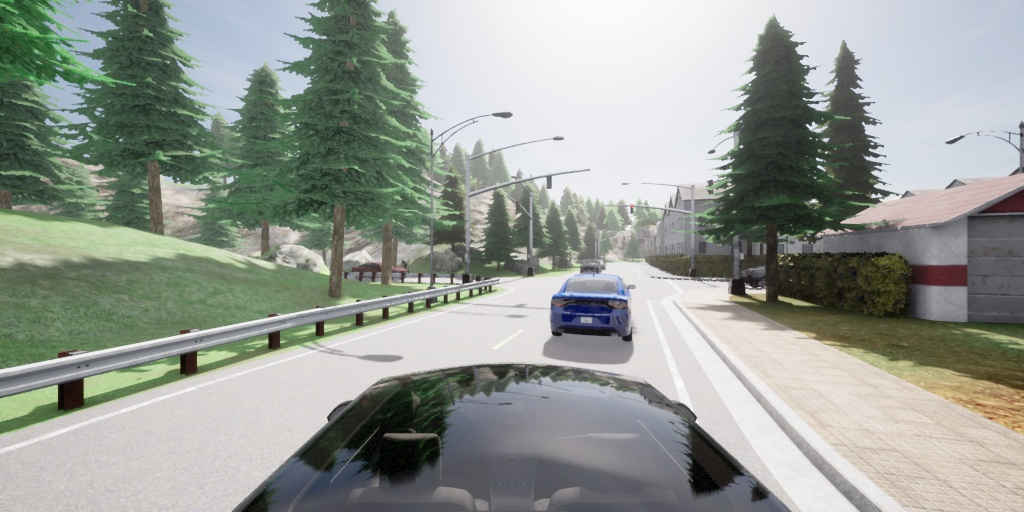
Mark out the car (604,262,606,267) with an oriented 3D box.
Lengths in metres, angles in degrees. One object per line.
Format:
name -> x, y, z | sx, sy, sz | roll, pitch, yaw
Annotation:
car -> 12.772, 1.297, 52.735 | 2.033, 1.411, 5.357 | 0, 0, 19

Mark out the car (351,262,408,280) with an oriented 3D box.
car -> -11.251, 1.243, 30.552 | 5.008, 1.535, 1.882 | 0, 0, 18

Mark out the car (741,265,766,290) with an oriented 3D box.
car -> 16.524, 1.257, 21.463 | 4.902, 1.511, 2.128 | 0, 0, 18

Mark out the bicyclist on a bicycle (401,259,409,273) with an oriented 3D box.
bicyclist on a bicycle -> -11.447, 1.167, 38.035 | 0.582, 1.620, 1.656 | -2, 5, 18

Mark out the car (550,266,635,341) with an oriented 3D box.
car -> 2.372, 1.228, 10.062 | 1.882, 1.535, 5.008 | 0, 0, 18

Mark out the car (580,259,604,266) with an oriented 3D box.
car -> 9.438, 1.102, 42.821 | 2.097, 1.767, 4.553 | 0, 0, 19
